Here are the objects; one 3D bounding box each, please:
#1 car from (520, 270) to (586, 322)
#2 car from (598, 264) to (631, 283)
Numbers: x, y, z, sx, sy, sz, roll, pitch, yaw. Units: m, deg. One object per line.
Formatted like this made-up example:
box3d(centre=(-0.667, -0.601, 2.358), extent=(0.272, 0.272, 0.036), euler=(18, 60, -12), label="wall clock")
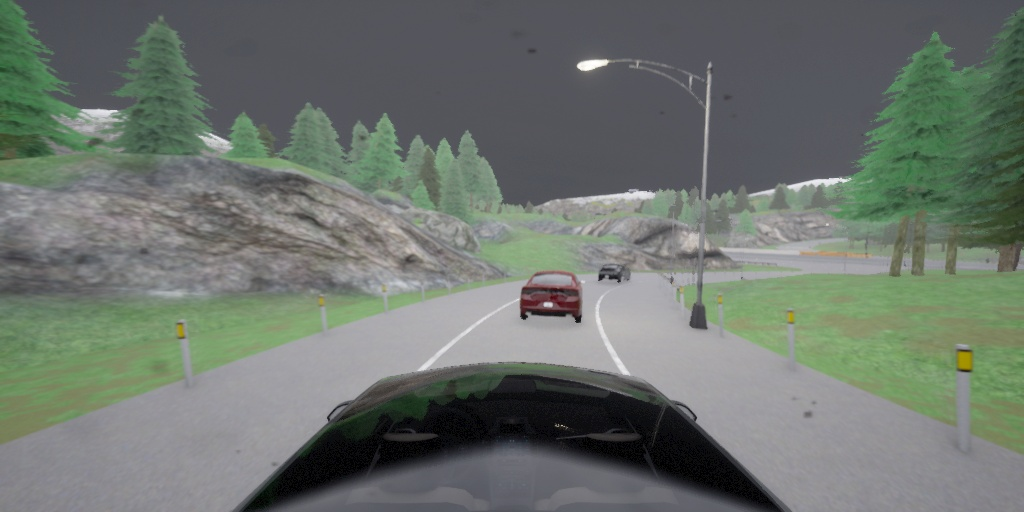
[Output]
box3d(centre=(1.516, 1.236, 12.574), extent=(1.882, 1.535, 5.008), euler=(1, 0, 11), label="car")
box3d(centre=(8.696, 1.417, 30.163), extent=(1.837, 1.490, 4.892), euler=(3, 0, 31), label="car")
